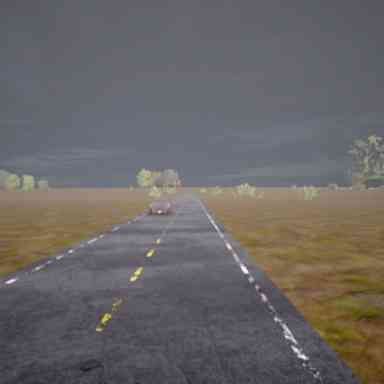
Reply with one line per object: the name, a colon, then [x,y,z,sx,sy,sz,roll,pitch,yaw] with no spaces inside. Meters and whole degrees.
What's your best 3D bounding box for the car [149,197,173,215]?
car: [-2.993,1.279,32.921,2.097,1.767,4.553,0,0,0]
